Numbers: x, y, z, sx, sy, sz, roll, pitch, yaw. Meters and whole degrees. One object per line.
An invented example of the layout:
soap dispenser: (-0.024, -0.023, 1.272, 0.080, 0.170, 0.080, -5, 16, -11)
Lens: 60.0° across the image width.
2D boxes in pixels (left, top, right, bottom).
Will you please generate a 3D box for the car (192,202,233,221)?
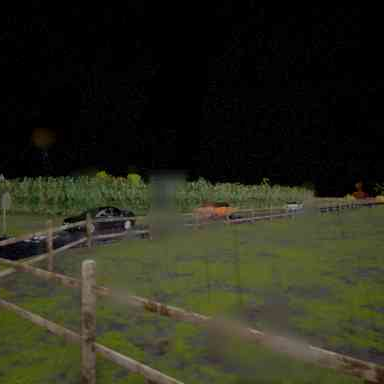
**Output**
car: (1.912, 1.700, 30.986, 2.097, 1.767, 4.553, -1, -1, 36)

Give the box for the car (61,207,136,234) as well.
car: (-5.625, 1.699, 20.540, 1.837, 1.490, 4.892, -1, -1, 35)

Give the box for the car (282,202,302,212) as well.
car: (14.650, 2.139, 48.415, 1.812, 1.442, 4.674, -1, -2, 36)
